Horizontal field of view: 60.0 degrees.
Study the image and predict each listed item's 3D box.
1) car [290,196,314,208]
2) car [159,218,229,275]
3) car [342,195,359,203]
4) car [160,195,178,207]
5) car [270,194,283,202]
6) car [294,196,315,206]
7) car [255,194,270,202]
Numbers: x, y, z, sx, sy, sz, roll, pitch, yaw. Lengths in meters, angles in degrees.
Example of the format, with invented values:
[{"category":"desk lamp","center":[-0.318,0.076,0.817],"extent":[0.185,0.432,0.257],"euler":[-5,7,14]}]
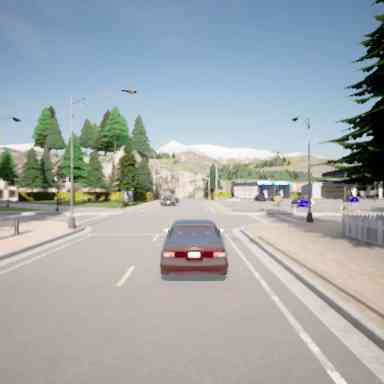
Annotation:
[{"category":"car","center":[13.948,1.308,42.925],"extent":[1.845,1.501,3.633],"euler":[0,0,0]},{"category":"car","center":[0.063,1.531,10.382],"extent":[2.033,1.411,5.357],"euler":[0,0,0]},{"category":"car","center":[29.099,1.226,61.192],"extent":[1.845,1.501,3.633],"euler":[0,0,0]},{"category":"car","center":[-3.583,1.275,50.037],"extent":[2.097,1.767,4.553],"euler":[0,0,0]},{"category":"car","center":[17.328,1.225,68.980],"extent":[2.152,1.636,5.027],"euler":[0,0,0]},{"category":"car","center":[17.000,1.307,50.317],"extent":[1.970,1.475,3.806],"euler":[0,0,0]},{"category":"car","center":[14.191,1.234,68.958],"extent":[2.007,1.523,4.514],"euler":[0,0,0]}]
